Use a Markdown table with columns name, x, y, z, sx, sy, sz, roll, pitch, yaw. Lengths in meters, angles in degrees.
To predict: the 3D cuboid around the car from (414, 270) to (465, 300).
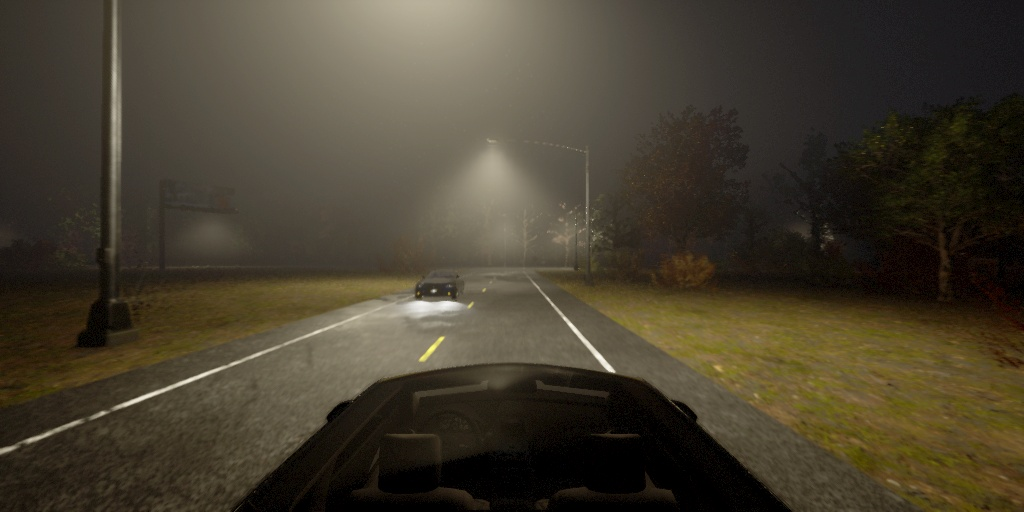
| name | x | y | z | sx | sy | sz | roll | pitch | yaw |
| --- | --- | --- | --- | --- | --- | --- | --- | --- | --- |
| car | -3.592 | 1.422 | 18.441 | 1.994 | 1.385 | 4.181 | 0 | 0 | 0 |
